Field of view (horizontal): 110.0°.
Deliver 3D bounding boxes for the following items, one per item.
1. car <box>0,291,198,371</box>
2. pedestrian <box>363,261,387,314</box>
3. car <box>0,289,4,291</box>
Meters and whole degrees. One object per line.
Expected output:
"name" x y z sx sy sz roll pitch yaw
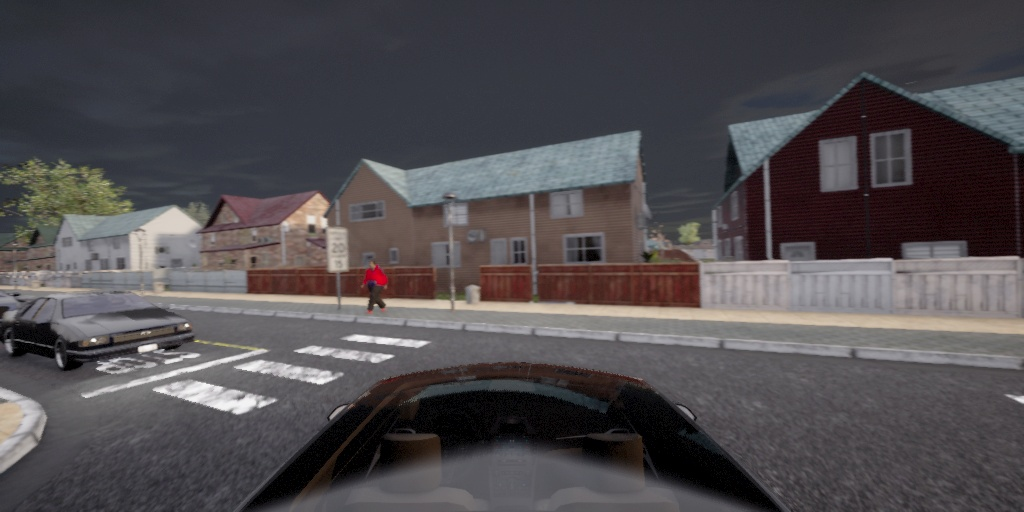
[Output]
"car" -9.846 1.552 8.407 5.357 1.411 2.033 -2 1 24
"pedestrian" -4.498 0.956 11.733 0.375 1.860 0.375 -2 0 25
"car" -18.889 1.809 12.548 4.181 1.385 1.994 -1 1 25
